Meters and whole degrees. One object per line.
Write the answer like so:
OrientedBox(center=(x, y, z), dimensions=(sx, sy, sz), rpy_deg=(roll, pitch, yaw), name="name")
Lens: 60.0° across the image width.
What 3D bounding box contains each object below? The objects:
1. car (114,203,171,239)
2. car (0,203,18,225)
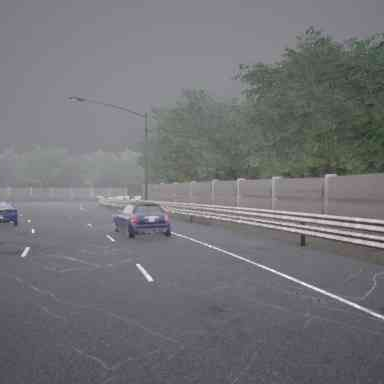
OrientedBox(center=(-2.764, 1.352, 17.594), dimensions=(2.097, 1.767, 4.553), rpy_deg=(0, 0, -24), name="car")
OrientedBox(center=(-13.383, 1.478, 23.383), dimensions=(1.882, 1.535, 5.008), rpy_deg=(1, 0, -29), name="car")
